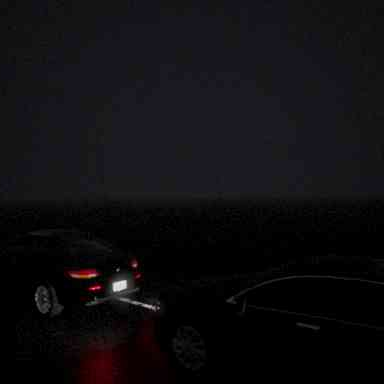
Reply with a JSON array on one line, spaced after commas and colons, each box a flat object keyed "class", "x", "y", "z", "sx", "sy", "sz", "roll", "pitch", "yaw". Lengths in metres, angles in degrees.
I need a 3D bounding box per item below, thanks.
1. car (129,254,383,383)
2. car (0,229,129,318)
[{"class": "car", "x": 1.675, "y": 1.536, "z": 3.953, "sx": 4.892, "sy": 1.490, "sz": 1.837, "roll": 0, "pitch": 0, "yaw": 36}, {"class": "car", "x": -3.193, "y": 1.566, "z": 7.470, "sx": 4.674, "sy": 1.442, "sz": 1.812, "roll": 0, "pitch": 0, "yaw": 36}]
